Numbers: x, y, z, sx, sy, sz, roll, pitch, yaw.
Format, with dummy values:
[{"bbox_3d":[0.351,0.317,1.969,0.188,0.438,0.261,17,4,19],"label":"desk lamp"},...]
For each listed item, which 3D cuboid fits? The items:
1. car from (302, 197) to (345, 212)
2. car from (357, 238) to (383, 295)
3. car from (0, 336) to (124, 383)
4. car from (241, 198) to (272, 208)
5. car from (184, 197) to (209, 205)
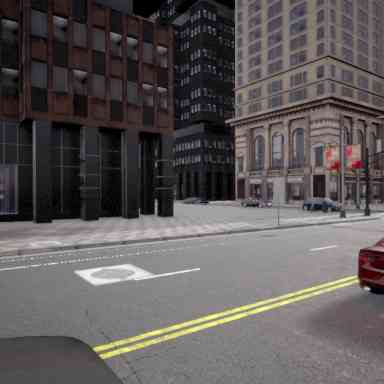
[{"bbox_3d":[14.988,1.376,37.949,2.097,1.767,4.553,0,0,-35],"label":"car"},{"bbox_3d":[5.737,1.477,7.541,5.008,1.535,1.882,0,0,-36],"label":"car"},{"bbox_3d":[-2.832,1.548,1.421,5.357,1.411,2.033,0,0,-36],"label":"car"},{"bbox_3d":[8.985,1.527,46.433,2.128,1.511,4.902,0,0,-35],"label":"car"},{"bbox_3d":[0.710,1.601,58.156,2.033,1.411,5.357,0,0,-35],"label":"car"}]
